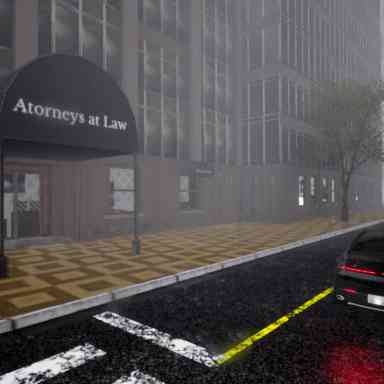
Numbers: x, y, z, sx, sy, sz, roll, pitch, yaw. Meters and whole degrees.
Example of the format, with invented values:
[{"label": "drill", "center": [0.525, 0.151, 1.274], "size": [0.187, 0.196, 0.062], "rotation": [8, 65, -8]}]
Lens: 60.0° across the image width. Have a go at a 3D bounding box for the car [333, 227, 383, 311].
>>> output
[{"label": "car", "center": [4.614, 1.509, 7.223], "size": [1.837, 1.490, 4.892], "rotation": [-1, 0, 41]}]
